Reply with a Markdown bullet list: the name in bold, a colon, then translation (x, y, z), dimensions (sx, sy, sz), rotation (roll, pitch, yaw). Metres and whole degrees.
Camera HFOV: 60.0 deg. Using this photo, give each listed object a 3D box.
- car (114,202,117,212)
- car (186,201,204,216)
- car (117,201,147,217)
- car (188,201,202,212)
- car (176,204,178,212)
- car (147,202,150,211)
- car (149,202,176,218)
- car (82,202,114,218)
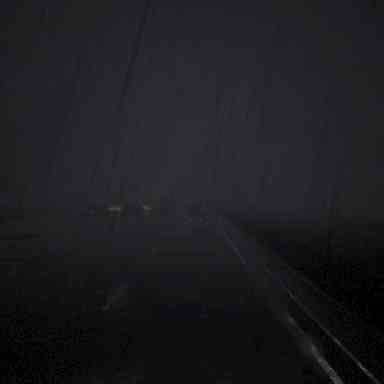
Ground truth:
- **car**: translation (-10.097, 2.067, 45.442), dimensions (1.882, 1.535, 5.008), rotation (0, -1, 0)
- **car**: translation (0.362, 2.002, 39.167), dimensions (2.128, 1.511, 4.902), rotation (0, -1, 0)
- **car**: translation (-6.650, 1.961, 37.203), dimensions (1.882, 1.535, 5.008), rotation (0, -1, 0)
- **car**: translation (0.432, 2.123, 49.487), dimensions (1.882, 1.535, 5.008), rotation (0, -1, 0)
- **car**: translation (-3.087, 2.099, 46.698), dimensions (2.128, 1.511, 4.902), rotation (0, -1, 0)
- **car**: translation (-6.580, 2.097, 47.665), dimensions (1.882, 1.535, 5.008), rotation (0, -1, 0)
- **car**: translation (-3.156, 1.951, 36.394), dimensions (1.882, 1.535, 5.008), rotation (0, -1, 1)
- **car**: translation (-10.162, 2.024, 35.512), dimensions (1.994, 1.385, 4.181), rotation (0, -1, 0)
